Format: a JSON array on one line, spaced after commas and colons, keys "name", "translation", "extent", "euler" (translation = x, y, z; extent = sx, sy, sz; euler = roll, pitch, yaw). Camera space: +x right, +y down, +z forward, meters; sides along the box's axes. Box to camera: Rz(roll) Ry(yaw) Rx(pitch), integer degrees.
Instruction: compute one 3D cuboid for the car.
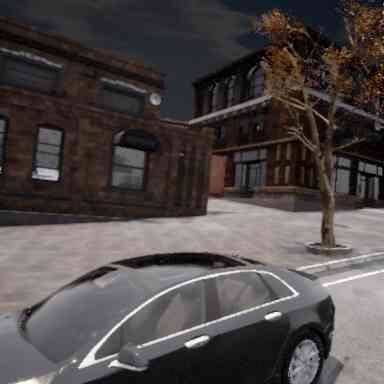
[{"name": "car", "translation": [-0.406, 1.503, 3.622], "extent": [4.892, 1.490, 1.837], "euler": [0, 0, -35]}]
